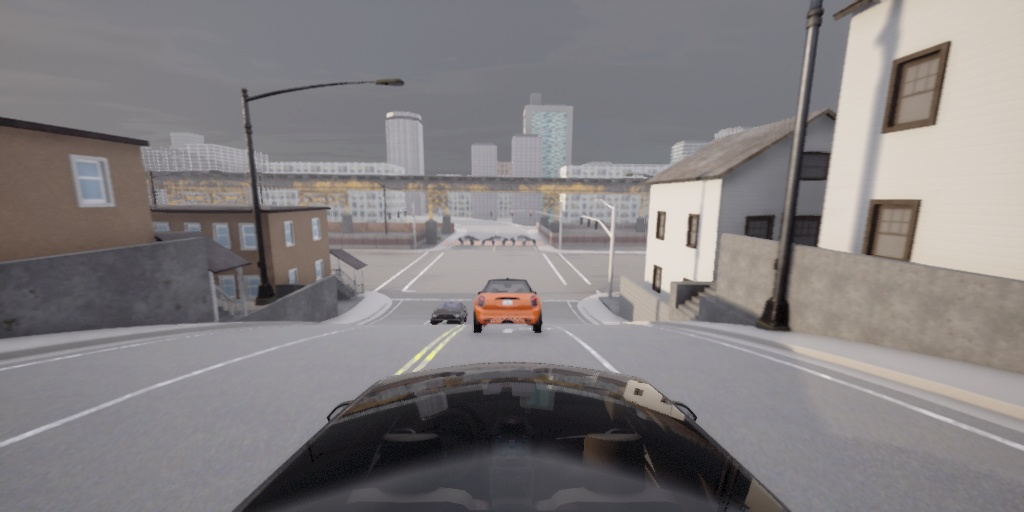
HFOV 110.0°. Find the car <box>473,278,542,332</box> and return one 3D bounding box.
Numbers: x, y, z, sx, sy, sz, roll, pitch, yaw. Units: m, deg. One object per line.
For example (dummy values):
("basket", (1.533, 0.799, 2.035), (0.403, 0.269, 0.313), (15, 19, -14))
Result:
("car", (-0.145, 1.644, 12.654), (2.097, 1.767, 4.553), (0, -7, 0))

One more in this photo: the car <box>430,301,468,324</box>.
("car", (-3.855, 3.606, 23.033), (2.033, 1.411, 5.357), (0, -6, -2))
